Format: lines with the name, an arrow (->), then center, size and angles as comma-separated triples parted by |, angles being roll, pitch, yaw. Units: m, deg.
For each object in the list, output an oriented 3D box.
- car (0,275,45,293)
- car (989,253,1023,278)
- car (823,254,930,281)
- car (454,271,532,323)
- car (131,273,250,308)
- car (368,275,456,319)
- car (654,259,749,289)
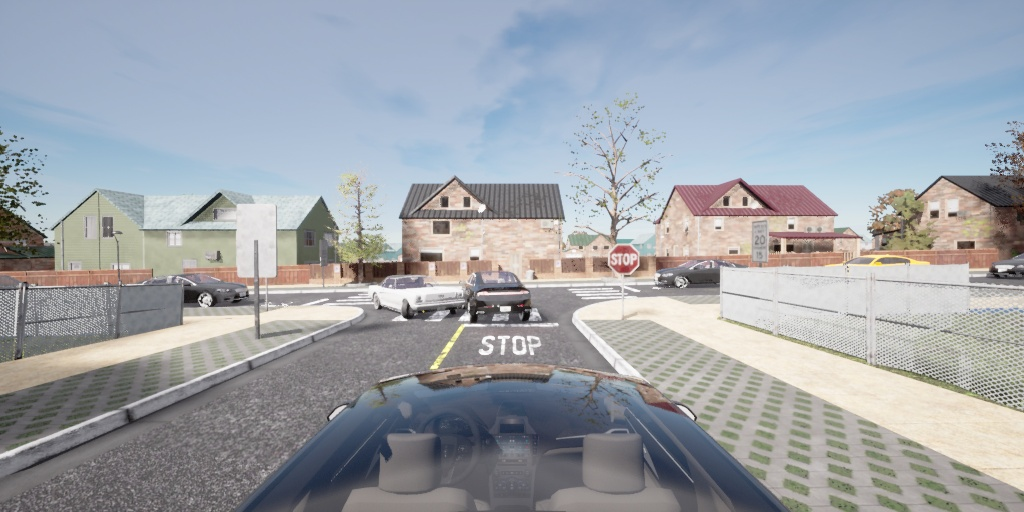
car -> -24.239, 1.648, 16.519 | 4.553, 1.767, 2.097 | -1, 1, 0
car -> 29.386, 0.479, 19.684 | 4.902, 1.511, 2.128 | -1, 1, 0
car -> 19.761, 0.691, 19.648 | 5.008, 1.535, 1.882 | -1, 1, -1
car -> -0.685, 1.243, 12.204 | 2.128, 1.511, 4.902 | 0, 0, -12
car -> -14.902, 1.567, 16.559 | 4.902, 1.511, 2.128 | -1, 1, 0
car -> -3.602, 1.368, 13.064 | 1.895, 1.301, 4.718 | 0, 0, -38
car -> 10.331, 0.926, 19.612 | 4.902, 1.511, 2.128 | -1, 1, 0
